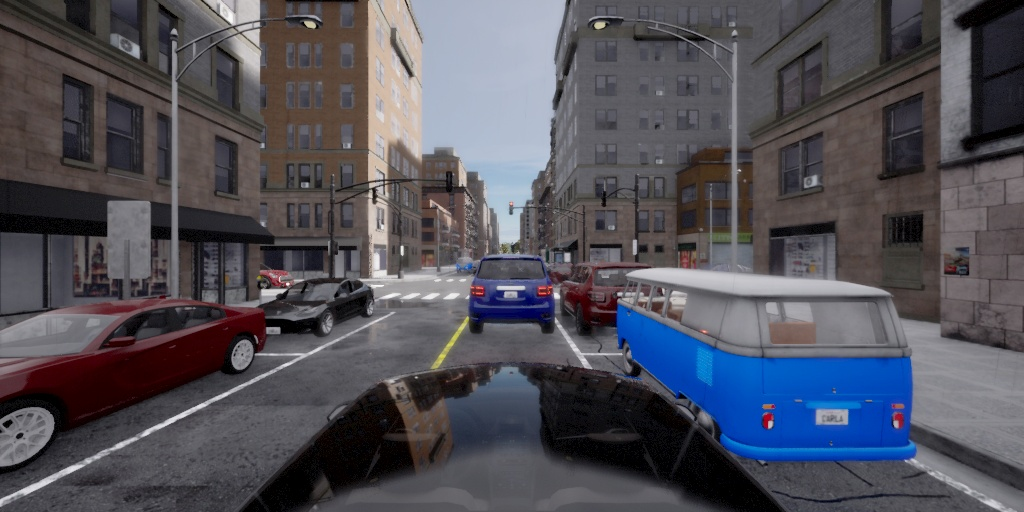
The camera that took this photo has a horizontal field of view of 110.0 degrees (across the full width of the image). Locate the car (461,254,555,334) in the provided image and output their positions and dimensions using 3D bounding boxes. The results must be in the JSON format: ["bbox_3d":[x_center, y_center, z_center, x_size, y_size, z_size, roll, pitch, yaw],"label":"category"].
[{"bbox_3d":[0.035,0.971,10.816,2.150,2.045,5.566,0,0,1],"label":"car"}]

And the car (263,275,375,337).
[{"bbox_3d":[-5.410,1.315,10.287,1.948,1.339,4.313,0,0,0],"label":"car"}]

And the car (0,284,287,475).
[{"bbox_3d":[-5.392,1.295,4.776,1.888,1.381,4.507,0,0,0],"label":"car"}]

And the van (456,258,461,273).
[{"bbox_3d":[-5.540,1.085,42.251,1.690,1.789,3.998,0,0,0],"label":"van"}]

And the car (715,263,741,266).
[{"bbox_3d":[14.682,1.224,25.231,5.357,1.411,2.033,0,0,0],"label":"car"}]

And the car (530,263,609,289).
[{"bbox_3d":[3.672,1.251,23.172,4.674,1.442,1.812,0,1,27],"label":"car"}]

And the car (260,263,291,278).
[{"bbox_3d":[-16.087,1.163,22.130,4.553,1.767,2.097,0,0,0],"label":"car"}]

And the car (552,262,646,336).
[{"bbox_3d":[2.615,1.064,10.315,2.192,1.841,5.009,0,0,0],"label":"car"}]

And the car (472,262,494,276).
[{"bbox_3d":[-2.969,1.308,37.688,1.994,1.385,4.181,0,0,0],"label":"car"}]

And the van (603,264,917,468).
[{"bbox_3d":[2.634,1.091,4.803,1.690,1.789,3.998,0,0,0],"label":"van"}]

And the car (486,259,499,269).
[{"bbox_3d":[-3.022,1.245,56.833,1.837,1.490,4.892,0,0,0],"label":"car"}]
